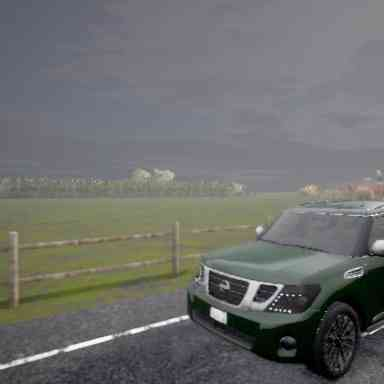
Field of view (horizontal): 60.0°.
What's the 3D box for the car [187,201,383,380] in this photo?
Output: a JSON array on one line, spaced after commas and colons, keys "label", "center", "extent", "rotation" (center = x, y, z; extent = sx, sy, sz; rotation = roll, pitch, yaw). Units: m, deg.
[{"label": "car", "center": [2.586, 1.207, 5.837], "extent": [5.566, 2.045, 2.150], "rotation": [0, 0, -35]}]
